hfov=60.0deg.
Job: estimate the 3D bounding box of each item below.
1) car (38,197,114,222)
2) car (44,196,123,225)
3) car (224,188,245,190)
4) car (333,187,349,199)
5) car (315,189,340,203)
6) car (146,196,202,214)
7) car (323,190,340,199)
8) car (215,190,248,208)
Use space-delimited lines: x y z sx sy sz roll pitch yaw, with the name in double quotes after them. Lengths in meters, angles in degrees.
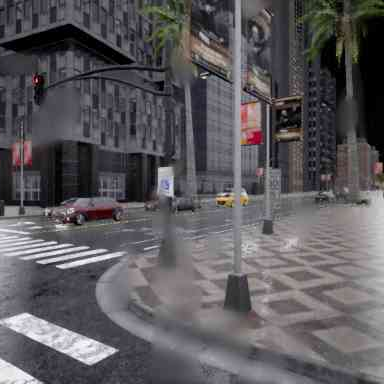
-8.423 1.182 24.563 2.128 1.511 4.902 0 1 36 "car"
-6.659 1.075 21.450 2.097 1.767 4.553 0 1 35 "car"
5.236 0.507 43.818 2.150 2.045 5.566 0 1 36 "car"
23.720 0.231 52.739 2.150 2.045 5.566 0 1 36 "car"
17.858 0.677 44.459 1.837 1.490 4.892 0 1 35 "car"
-1.182 1.103 29.182 2.033 1.411 5.357 0 1 35 "car"
25.807 0.352 61.297 1.882 1.535 5.008 0 1 36 "car"
4.525 0.864 37.220 1.882 1.535 5.008 0 1 35 "car"
